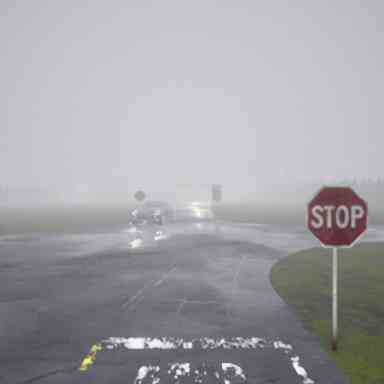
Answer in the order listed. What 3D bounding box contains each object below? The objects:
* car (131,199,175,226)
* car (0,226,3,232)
[{"bbox_3d":[-2.678,1.358,23.736,2.097,1.767,4.553,-1,0,10],"label":"car"},{"bbox_3d":[-12.258,1.679,16.222,5.357,1.411,2.033,-1,0,2],"label":"car"}]
